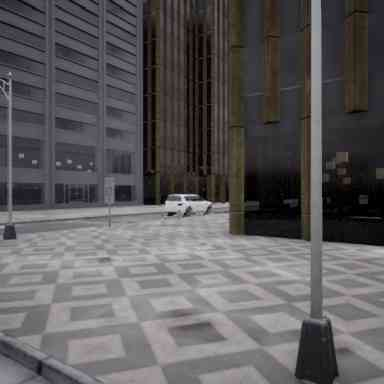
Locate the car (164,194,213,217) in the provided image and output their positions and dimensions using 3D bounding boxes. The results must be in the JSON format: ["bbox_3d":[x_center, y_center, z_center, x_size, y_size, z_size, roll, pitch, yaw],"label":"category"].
[{"bbox_3d":[-0.234,1.236,31.055,2.150,2.045,5.566,0,0,36],"label":"car"}]
